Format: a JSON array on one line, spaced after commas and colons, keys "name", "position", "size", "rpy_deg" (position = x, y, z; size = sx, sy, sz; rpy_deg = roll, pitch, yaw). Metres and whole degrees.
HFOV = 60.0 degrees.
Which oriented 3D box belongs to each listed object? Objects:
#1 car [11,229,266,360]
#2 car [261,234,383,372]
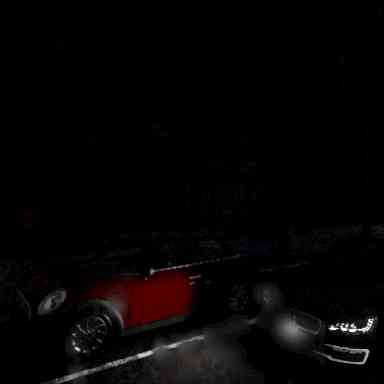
[{"name": "car", "position": [-0.889, 1.458, 5.893], "size": [4.097, 1.590, 1.967], "rpy_deg": [1, 0, -35]}, {"name": "car", "position": [3.285, 1.548, 5.701], "size": [4.892, 1.490, 1.837], "rpy_deg": [1, 0, -35]}]
